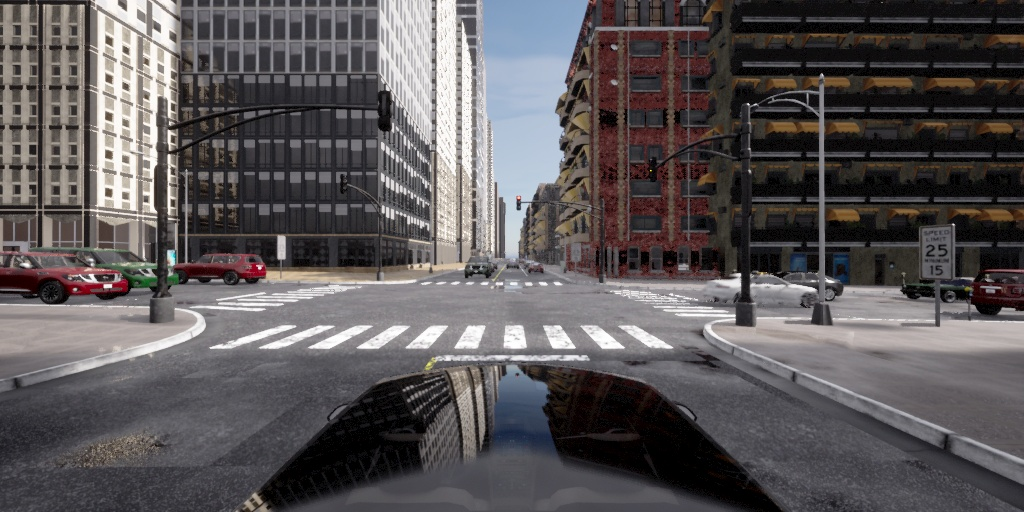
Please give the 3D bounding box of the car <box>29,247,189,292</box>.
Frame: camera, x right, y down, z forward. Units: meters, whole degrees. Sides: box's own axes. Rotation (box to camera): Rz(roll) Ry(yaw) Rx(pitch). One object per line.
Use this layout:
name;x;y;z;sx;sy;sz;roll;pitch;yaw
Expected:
car;-18.244;0.658;15.904;5.566;2.045;2.150;1;0;-1

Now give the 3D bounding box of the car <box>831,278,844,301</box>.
car;14.922;1.562;19.344;4.892;1.490;1.837;1;0;2

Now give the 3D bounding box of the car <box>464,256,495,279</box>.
car;-3.085;0.977;33.568;2.150;2.045;5.566;0;0;0

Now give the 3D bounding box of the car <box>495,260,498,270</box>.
car;-3.074;1.286;43.642;1.812;1.442;4.674;0;0;0

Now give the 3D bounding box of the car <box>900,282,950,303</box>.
car;24.213;1.827;19.451;4.718;1.301;1.895;1;0;-1

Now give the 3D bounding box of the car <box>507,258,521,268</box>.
car;0.127;1.333;59.720;1.994;1.385;4.181;0;0;0

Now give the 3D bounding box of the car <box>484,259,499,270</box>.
car;-3.064;1.244;53.915;1.882;1.535;5.008;0;0;0

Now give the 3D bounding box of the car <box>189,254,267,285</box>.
car;-17.701;0.776;21.695;5.009;1.841;2.192;0;0;0

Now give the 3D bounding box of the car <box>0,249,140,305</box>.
car;-17.570;0.757;13.315;5.009;1.841;2.192;0;0;0

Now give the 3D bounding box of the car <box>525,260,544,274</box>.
car;2.759;1.341;41.665;1.802;1.307;4.207;0;0;0

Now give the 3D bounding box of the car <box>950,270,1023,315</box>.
car;20.604;1.461;13.663;5.009;1.841;2.192;0;0;0

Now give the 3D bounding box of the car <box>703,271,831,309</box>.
car;11.132;1.504;16.143;4.674;1.442;1.812;1;0;0

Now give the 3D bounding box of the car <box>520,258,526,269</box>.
car;2.715;1.317;54.582;2.007;1.370;4.403;0;0;0
